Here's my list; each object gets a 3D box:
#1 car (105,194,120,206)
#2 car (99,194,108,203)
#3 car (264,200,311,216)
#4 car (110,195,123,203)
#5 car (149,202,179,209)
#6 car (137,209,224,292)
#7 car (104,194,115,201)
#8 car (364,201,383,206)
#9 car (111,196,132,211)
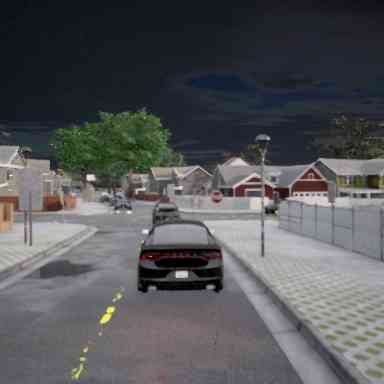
[{"bbox_3d":[-11.842,1.488,51.883,2.033,1.411,5.357,0,0,-19],"label":"car"},{"bbox_3d":[-17.071,1.476,65.624,2.033,1.411,5.357,-1,0,-23],"label":"car"},{"bbox_3d":[9.330,1.525,32.639,5.008,1.535,1.882,1,1,-16],"label":"car"},{"bbox_3d":[-15.739,1.373,69.491,1.882,1.535,5.008,-1,0,-22],"label":"car"},{"bbox_3d":[-1.936,1.463,23.856,1.837,1.490,4.892,0,1,-8],"label":"car"},{"bbox_3d":[-0.344,1.459,8.952,1.882,1.535,5.008,0,0,-3],"label":"car"},{"bbox_3d":[-19.662,1.255,79.105,1.812,1.442,4.674,-1,0,-21],"label":"car"},{"bbox_3d":[20.567,1.672,36.221,4.674,1.442,1.812,0,1,-19],"label":"car"},{"bbox_3d":[-8.535,1.515,40.940,1.994,1.385,4.181,0,0,-15],"label":"car"}]
